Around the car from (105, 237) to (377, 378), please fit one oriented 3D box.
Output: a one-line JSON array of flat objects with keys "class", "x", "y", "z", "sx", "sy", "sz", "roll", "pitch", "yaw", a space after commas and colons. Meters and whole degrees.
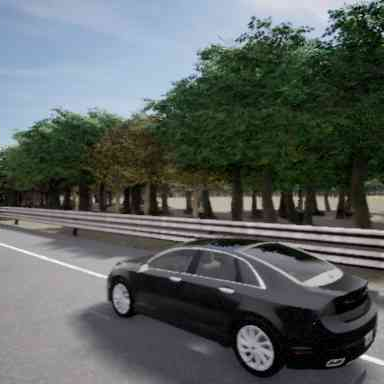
[{"class": "car", "x": 0.377, "y": 1.542, "z": 5.700, "sx": 4.892, "sy": 1.490, "sz": 1.837, "roll": -1, "pitch": -1, "yaw": 44}]
